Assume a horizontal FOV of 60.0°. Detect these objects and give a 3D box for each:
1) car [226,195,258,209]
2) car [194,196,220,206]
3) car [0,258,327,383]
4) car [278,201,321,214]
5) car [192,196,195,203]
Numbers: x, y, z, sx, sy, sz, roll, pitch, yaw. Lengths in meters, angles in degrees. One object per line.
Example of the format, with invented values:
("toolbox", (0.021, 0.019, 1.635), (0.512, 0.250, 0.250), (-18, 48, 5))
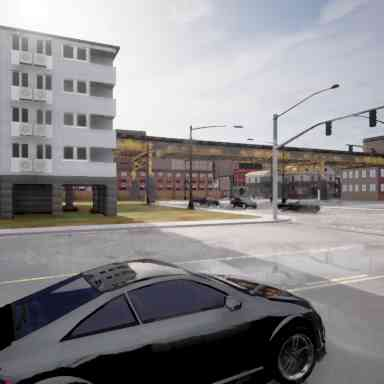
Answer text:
("car", (7.052, 1.505, 45.763), (1.837, 1.490, 4.892), (0, 0, -25))
("car", (2.705, 1.547, 55.301), (2.033, 1.411, 5.357), (0, 0, -21))
("car", (-0.346, 1.564, 4.078), (4.181, 1.385, 1.994), (0, 0, -30))
("car", (11.630, 1.601, 36.131), (1.895, 1.301, 4.718), (0, 0, -26))
("car", (0.742, 1.547, 65.788), (2.033, 1.411, 5.357), (0, 0, 3))
